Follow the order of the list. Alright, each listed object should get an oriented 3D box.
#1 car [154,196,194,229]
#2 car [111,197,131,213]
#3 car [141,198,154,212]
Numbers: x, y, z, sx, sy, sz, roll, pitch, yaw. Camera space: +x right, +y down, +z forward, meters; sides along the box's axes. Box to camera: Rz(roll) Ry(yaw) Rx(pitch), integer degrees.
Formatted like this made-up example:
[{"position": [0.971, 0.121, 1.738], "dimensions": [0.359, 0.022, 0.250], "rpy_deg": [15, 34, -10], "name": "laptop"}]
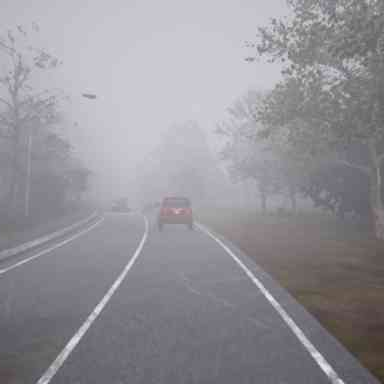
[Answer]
[{"position": [-1.211, 1.293, 22.133], "dimensions": [2.150, 2.045, 5.566], "rpy_deg": [1, 0, -7], "name": "car"}, {"position": [-8.154, 1.377, 38.107], "dimensions": [2.097, 1.767, 4.553], "rpy_deg": [1, 0, -15], "name": "car"}, {"position": [-4.806, 1.457, 39.814], "dimensions": [2.097, 1.767, 4.553], "rpy_deg": [1, 0, -15], "name": "car"}]
